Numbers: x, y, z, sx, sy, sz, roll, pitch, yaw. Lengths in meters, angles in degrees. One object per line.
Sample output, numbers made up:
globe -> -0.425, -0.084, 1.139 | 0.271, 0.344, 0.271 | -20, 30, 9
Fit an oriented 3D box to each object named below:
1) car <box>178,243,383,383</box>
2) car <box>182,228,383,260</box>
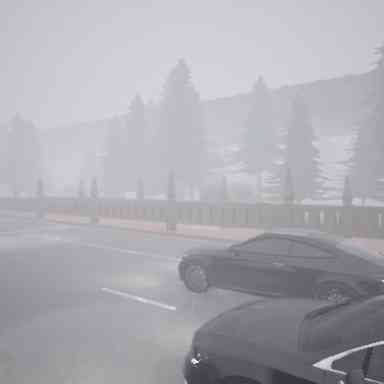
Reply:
car -> 2.173, 1.511, 2.451 | 4.892, 1.490, 1.837 | 1, 0, 36
car -> 1.872, 1.494, 6.968 | 4.674, 1.442, 1.812 | 1, 1, 36
